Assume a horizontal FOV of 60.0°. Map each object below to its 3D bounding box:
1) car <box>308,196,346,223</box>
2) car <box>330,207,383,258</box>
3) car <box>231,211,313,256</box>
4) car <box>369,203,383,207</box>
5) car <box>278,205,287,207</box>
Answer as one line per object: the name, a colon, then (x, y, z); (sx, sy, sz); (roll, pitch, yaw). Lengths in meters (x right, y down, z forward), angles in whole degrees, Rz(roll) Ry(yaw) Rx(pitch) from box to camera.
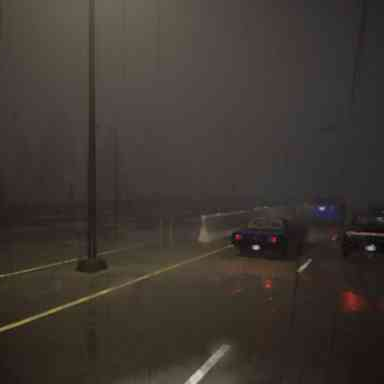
car: (10.586, 1.295, 25.874); (2.150, 2.045, 5.566); (0, 0, 31)
car: (6.710, 1.522, 12.313); (2.128, 1.511, 4.902); (0, 0, 30)
car: (3.338, 1.644, 13.483); (1.895, 1.301, 4.718); (0, 0, 30)
car: (14.187, 1.566, 25.059); (1.837, 1.490, 4.892); (0, 0, 31)
car: (15.478, 1.662, 54.907); (2.128, 1.511, 4.902); (0, 0, 31)
